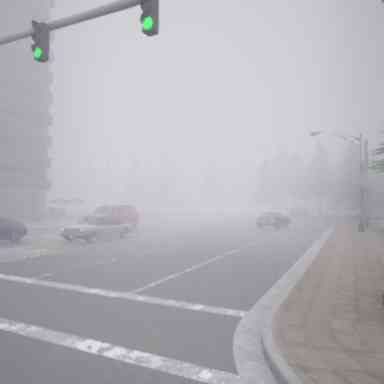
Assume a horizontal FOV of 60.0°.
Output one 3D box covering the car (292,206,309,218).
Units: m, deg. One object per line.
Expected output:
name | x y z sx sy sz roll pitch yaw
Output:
car | 16.242 2.863 50.302 2.097 1.767 4.553 -1 1 29

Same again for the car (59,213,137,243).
car | -5.635 2.202 20.073 1.895 1.301 4.718 -1 -2 26

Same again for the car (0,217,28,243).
car | -10.887 2.014 17.258 1.812 1.442 4.674 -1 -2 26

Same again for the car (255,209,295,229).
car | 7.410 2.528 30.226 2.033 1.411 5.357 -1 -2 31

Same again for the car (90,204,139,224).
car | -6.430 2.014 26.422 2.150 2.045 5.566 -1 -2 26
